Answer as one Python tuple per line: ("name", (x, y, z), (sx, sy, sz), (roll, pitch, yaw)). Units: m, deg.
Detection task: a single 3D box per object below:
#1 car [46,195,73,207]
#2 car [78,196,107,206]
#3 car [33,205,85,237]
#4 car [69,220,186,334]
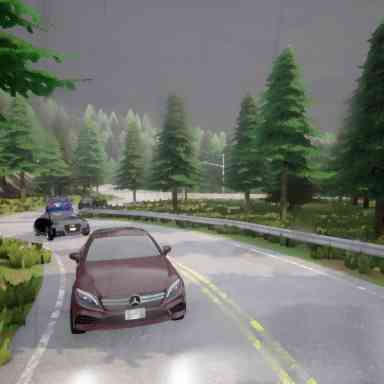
("car", (-12.827, 1.326, 32.227), (2.150, 2.045, 5.566), (-1, 0, -18))
("car", (-12.672, 1.289, 42.813), (2.097, 1.767, 4.553), (2, 2, 13))
("car", (-7.035, 1.664, 17.764), (1.994, 1.385, 4.181), (-4, 2, -38))
("car", (-1.514, 1.523, 7.061), (1.812, 1.442, 4.674), (-2, 0, -17))
